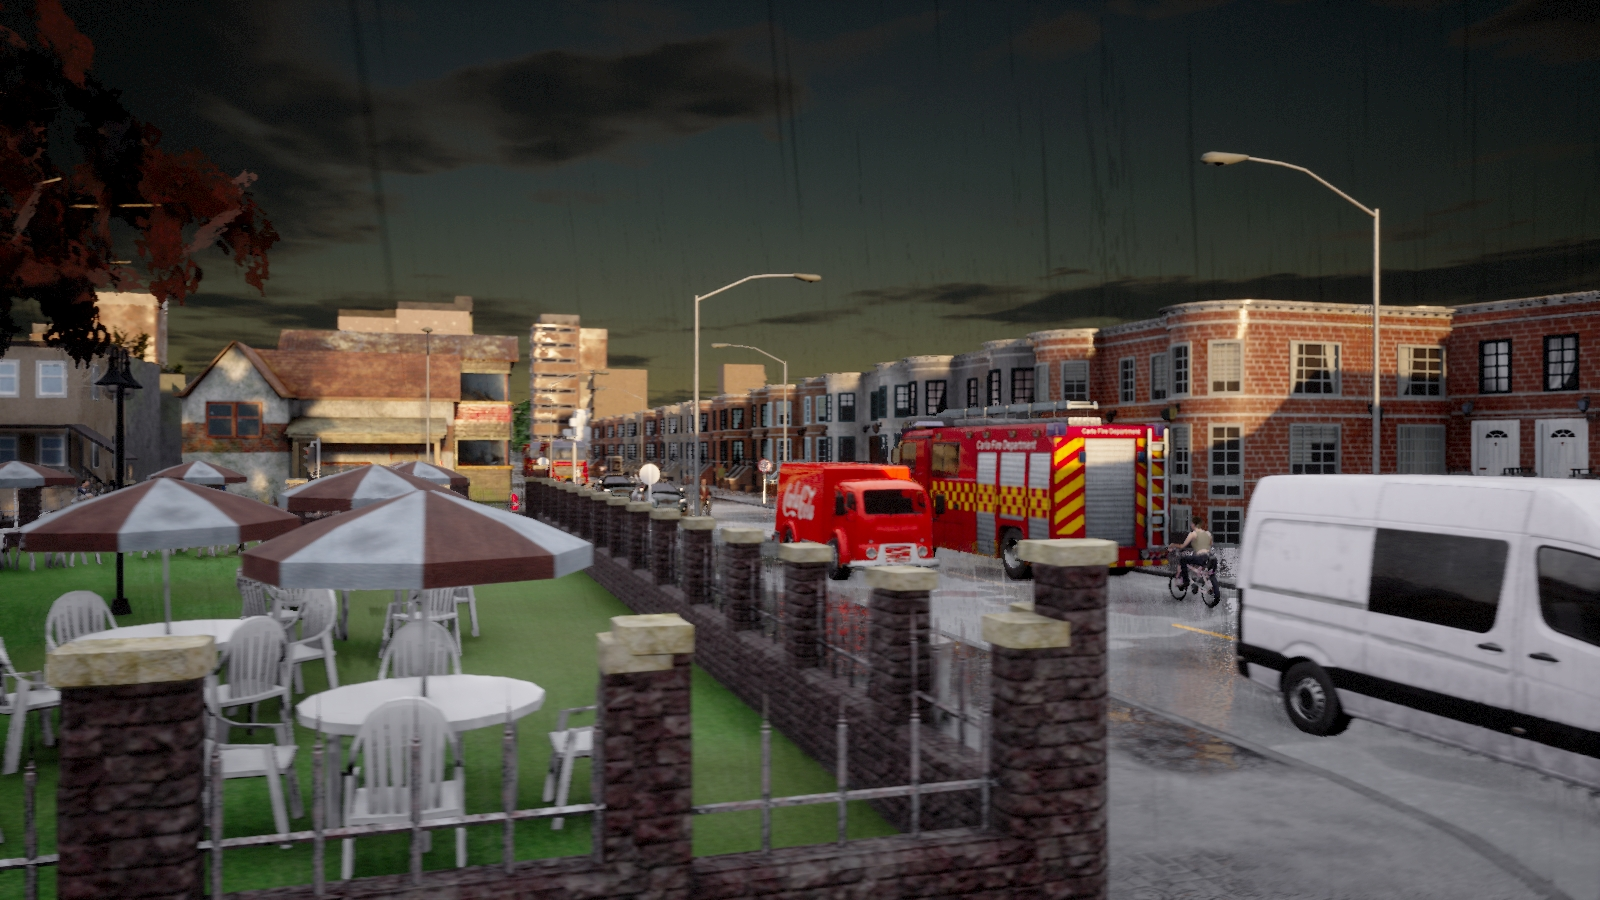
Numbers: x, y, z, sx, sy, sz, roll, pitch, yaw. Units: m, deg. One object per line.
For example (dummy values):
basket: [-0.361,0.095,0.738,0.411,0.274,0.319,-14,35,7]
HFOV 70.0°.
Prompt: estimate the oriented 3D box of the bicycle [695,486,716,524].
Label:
bicycle: [-3.382,1.953,40.823,0.329,1.271,1.835,0,0,-17]

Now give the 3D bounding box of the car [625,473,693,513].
car: [-6.185,1.833,49.594,2.038,1.542,4.974,0,0,-18]

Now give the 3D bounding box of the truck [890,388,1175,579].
truck: [5.131,0.678,27.432,2.891,3.827,8.468,0,0,-18]

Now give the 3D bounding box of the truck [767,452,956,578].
truck: [1.238,1.339,26.292,2.627,2.467,5.204,0,1,-18]

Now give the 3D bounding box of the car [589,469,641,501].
car: [-10.024,1.838,61.650,2.038,1.542,4.974,0,0,-18]

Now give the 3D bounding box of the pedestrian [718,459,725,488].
pedestrian: [-5.161,1.549,75.134,0.375,1.860,0.375,0,0,-31]

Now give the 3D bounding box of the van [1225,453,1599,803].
van: [6.459,1.317,9.913,1.988,2.561,5.915,0,0,-17]

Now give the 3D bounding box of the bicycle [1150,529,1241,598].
bicycle: [7.165,2.041,20.785,0.859,1.080,1.487,0,0,-17]
